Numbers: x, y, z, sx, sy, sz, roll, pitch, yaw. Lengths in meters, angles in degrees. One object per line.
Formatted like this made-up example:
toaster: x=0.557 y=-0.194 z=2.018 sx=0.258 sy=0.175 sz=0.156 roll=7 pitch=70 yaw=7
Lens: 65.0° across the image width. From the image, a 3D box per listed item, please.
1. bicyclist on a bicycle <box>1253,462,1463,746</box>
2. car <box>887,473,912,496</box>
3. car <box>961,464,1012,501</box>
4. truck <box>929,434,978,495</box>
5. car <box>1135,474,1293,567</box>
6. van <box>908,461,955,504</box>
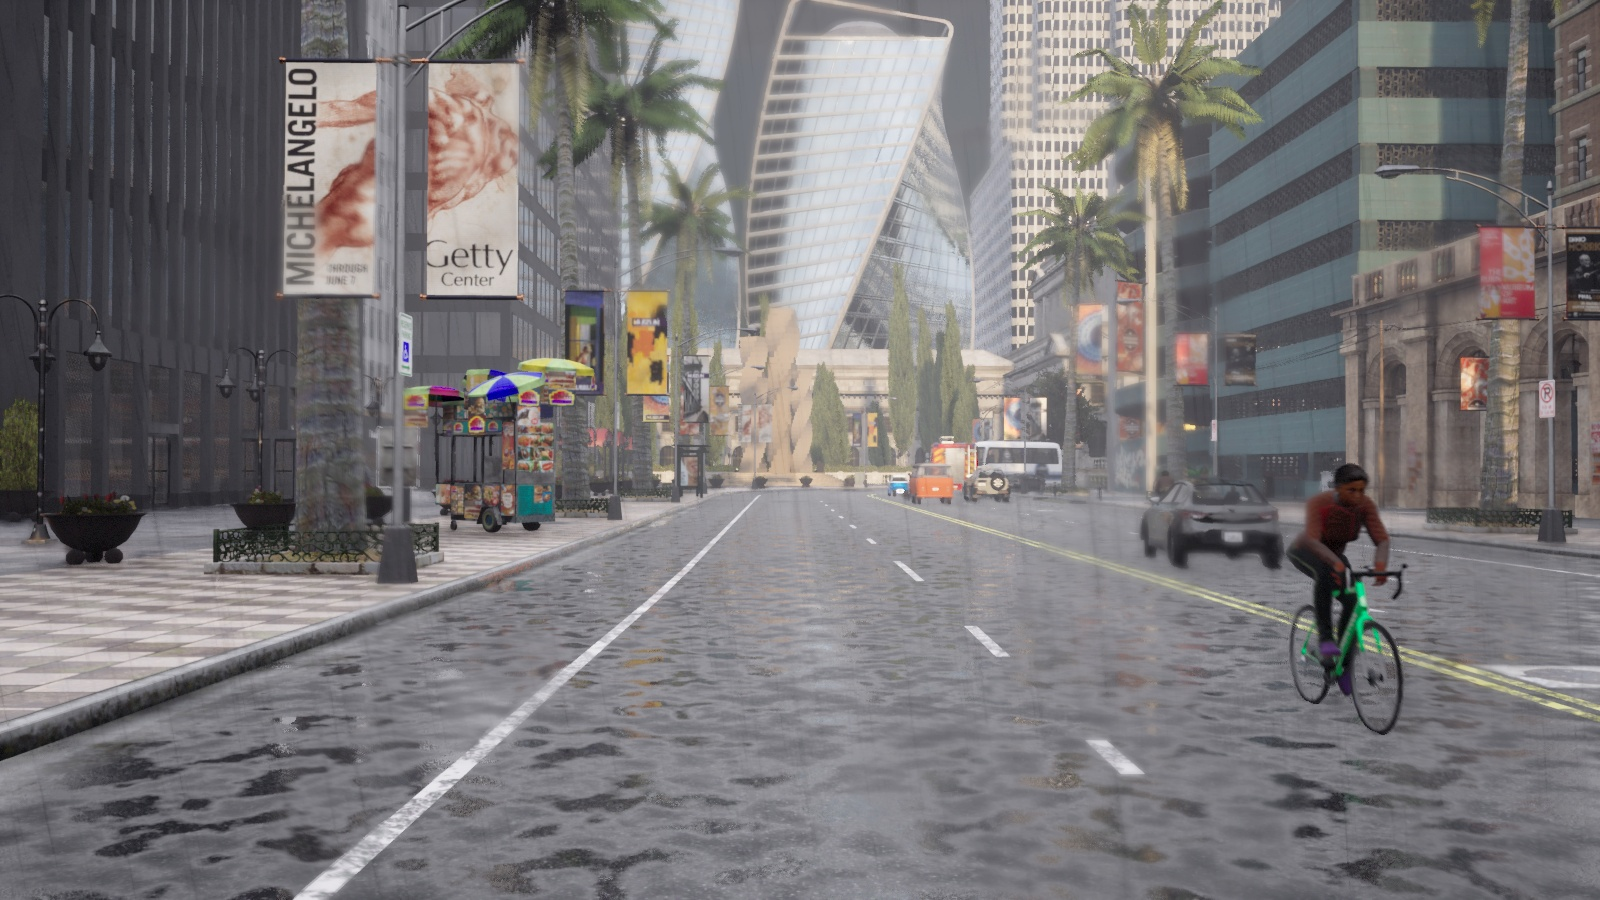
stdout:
bicyclist on a bicycle: x=3.483 y=0.887 z=7.993 sx=0.582 sy=1.620 sz=1.656 roll=0 pitch=-1 yaw=0
car: x=6.276 y=2.172 z=79.234 sx=1.481 sy=1.376 sz=2.207 roll=0 pitch=-1 yaw=1
car: x=9.846 y=1.708 z=66.642 sx=1.932 sy=1.855 sz=4.605 roll=0 pitch=-1 yaw=-1
truck: x=10.122 y=1.007 z=83.463 sx=2.891 sy=3.827 sz=8.468 roll=0 pitch=-1 yaw=5
car: x=7.190 y=1.172 z=22.222 sx=1.816 sy=1.474 sz=4.193 roll=0 pitch=-1 yaw=7
van: x=6.411 y=1.576 z=61.718 sx=1.775 sy=1.987 sz=4.442 roll=0 pitch=-1 yaw=-1
